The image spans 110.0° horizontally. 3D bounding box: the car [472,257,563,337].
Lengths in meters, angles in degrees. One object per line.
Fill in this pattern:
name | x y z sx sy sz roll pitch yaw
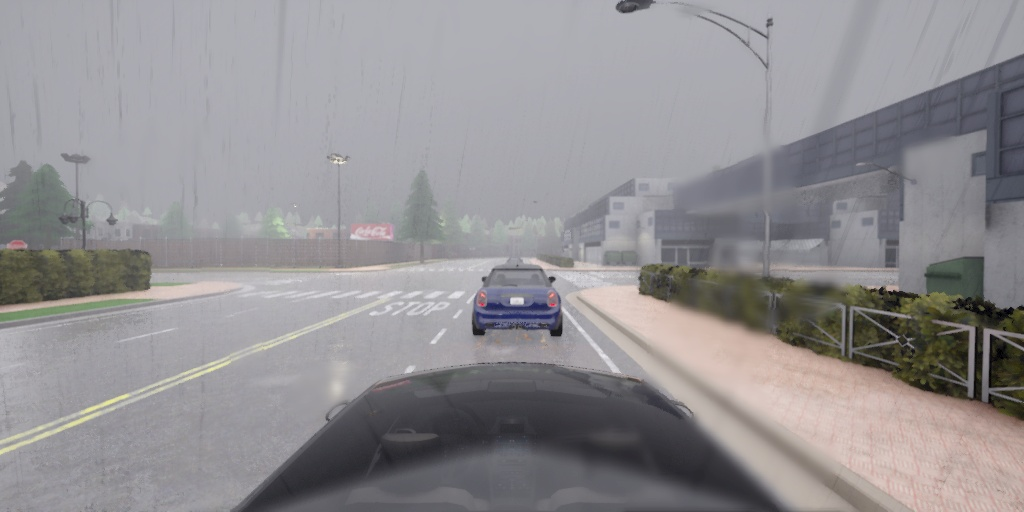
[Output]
car | 0.179 0.982 10.046 2.097 1.767 4.553 0 1 2
